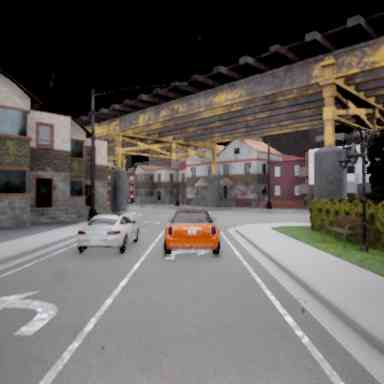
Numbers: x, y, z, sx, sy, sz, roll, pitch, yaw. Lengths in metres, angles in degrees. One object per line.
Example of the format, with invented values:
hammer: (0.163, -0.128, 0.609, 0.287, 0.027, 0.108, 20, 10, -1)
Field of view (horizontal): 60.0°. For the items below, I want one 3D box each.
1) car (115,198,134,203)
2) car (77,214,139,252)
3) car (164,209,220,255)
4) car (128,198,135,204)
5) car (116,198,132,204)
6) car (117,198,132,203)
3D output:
car: (-16.772, 2.077, 82.687, 4.536, 1.218, 1.853, 0, -1, -15)
car: (-3.494, 1.662, 14.369, 1.812, 1.442, 4.674, 0, 0, 0)
car: (0.002, 1.484, 14.077, 2.097, 1.767, 4.553, 0, -1, 0)
car: (-16.822, 2.234, 82.672, 4.974, 1.542, 2.038, 0, -1, -15)
car: (-17.498, 2.269, 86.341, 2.038, 1.542, 4.974, 0, -1, 15)
car: (-17.485, 2.112, 86.393, 1.853, 1.218, 4.536, 0, -1, 15)
